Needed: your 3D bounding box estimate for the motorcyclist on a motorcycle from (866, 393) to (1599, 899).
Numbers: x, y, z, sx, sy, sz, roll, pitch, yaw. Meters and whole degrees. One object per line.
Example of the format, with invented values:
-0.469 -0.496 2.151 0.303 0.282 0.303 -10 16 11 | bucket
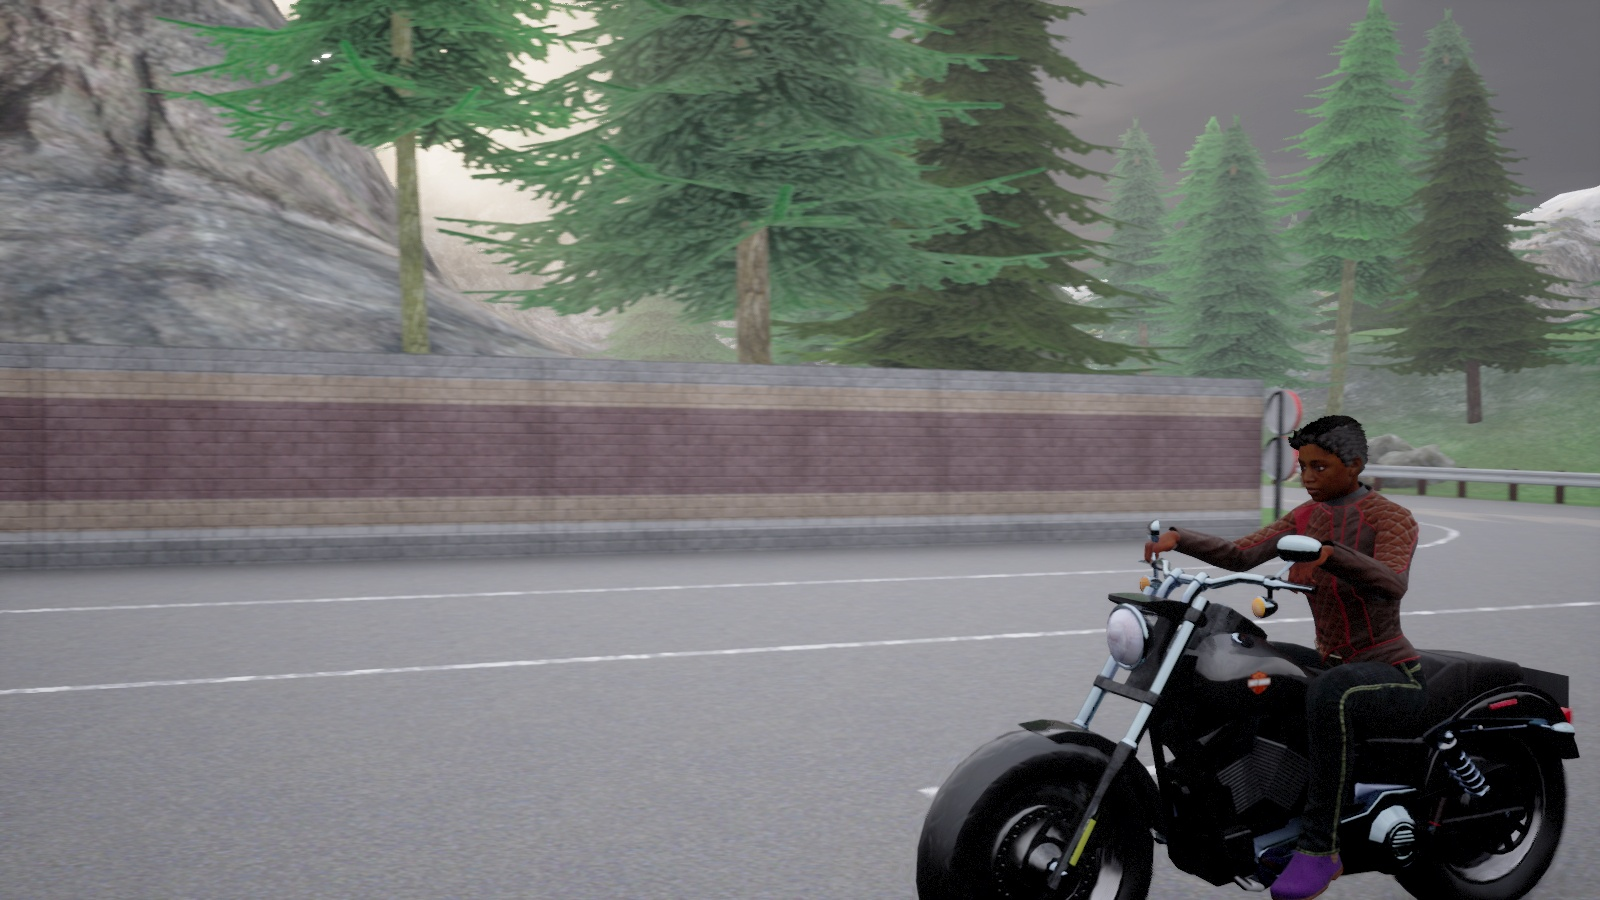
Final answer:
1.441 0.669 3.785 2.350 1.649 0.766 -1 1 -21 | motorcyclist on a motorcycle
